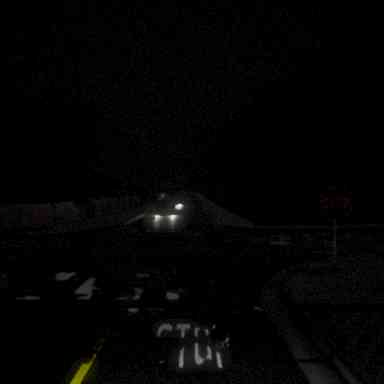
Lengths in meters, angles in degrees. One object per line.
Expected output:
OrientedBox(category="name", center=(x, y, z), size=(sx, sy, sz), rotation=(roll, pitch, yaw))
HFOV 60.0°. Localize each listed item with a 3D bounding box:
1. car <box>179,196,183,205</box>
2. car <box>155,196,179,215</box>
OrientedBox(category="car", center=(-2.651, 1.453, 58.893), size=(2.128, 1.511, 4.902), rotation=(0, 0, 0))
OrientedBox(category="car", center=(-2.692, 1.523, 34.572), size=(1.882, 1.535, 5.008), rotation=(0, 1, 0))
